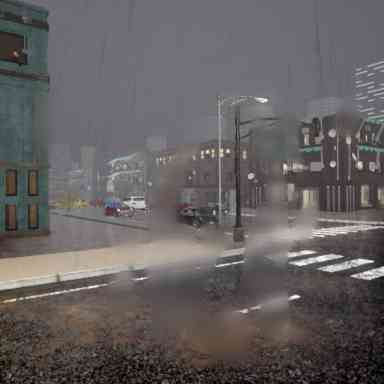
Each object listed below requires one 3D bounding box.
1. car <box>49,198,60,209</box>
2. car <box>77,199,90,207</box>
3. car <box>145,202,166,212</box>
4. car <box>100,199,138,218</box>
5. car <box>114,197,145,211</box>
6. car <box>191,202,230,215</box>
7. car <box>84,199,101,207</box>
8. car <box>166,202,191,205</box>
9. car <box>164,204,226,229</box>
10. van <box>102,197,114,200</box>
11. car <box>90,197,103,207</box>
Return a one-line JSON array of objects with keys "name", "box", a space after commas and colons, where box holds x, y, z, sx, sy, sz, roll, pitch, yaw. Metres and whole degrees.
[{"name": "car", "box": [-23.711, 2.233, 57.960, 1.752, 1.417, 4.829, -1, 0, -35]}, {"name": "car", "box": [-21.645, 2.175, 65.075, 1.882, 1.535, 5.008, -1, 0, -35]}, {"name": "car", "box": [-4.176, 1.966, 44.872, 1.802, 1.307, 4.206, -1, 0, -35]}, {"name": "car", "box": [-7.820, 1.846, 35.510, 1.967, 1.590, 4.097, -1, 0, -35]}, {"name": "car", "box": [-8.445, 1.672, 46.425, 2.150, 2.045, 5.566, -1, 0, -35]}, {"name": "car", "box": [2.219, 1.810, 35.837, 2.008, 1.369, 4.403, -2, 0, -35]}, {"name": "car", "box": [-20.169, 2.228, 67.460, 1.887, 1.381, 4.507, -1, 0, -35]}, {"name": "car", "box": [-0.979, 1.904, 40.355, 1.802, 1.307, 4.206, -2, 0, -35]}, {"name": "car", "box": [0.102, 1.814, 24.115, 1.947, 1.339, 4.313, -1, 0, -35]}, {"name": "van", "box": [-13.777, 1.907, 58.425, 1.690, 1.788, 3.998, -1, 0, -35]}, {"name": "car", "box": [-16.976, 1.940, 62.942, 2.192, 1.841, 5.009, -1, 0, -35]}]
